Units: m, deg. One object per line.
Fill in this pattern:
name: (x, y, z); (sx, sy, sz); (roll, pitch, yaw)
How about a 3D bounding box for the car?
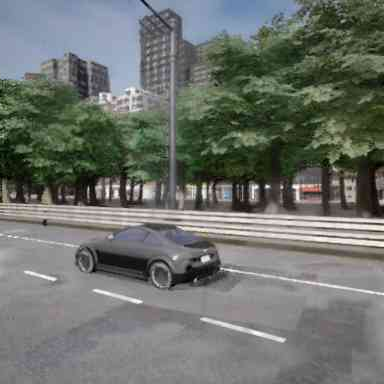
car: (-1.307, 1.565, 9.104); (4.181, 1.385, 1.994); (0, 0, 36)
